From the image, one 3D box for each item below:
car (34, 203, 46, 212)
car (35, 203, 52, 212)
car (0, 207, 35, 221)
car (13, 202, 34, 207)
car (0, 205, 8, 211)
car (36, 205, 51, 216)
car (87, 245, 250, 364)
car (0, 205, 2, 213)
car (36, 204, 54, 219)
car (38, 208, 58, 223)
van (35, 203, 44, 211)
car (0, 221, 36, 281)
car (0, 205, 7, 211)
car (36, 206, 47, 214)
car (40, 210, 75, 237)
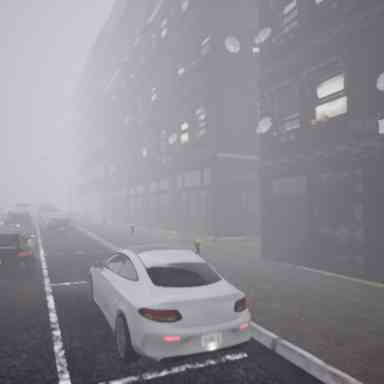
[{"bbox_3d":[-32.726,3.286,71.706,2.192,1.841,5.009,3,-3,-26],"label":"car"},{"bbox_3d":[-18.352,2.434,41.803,2.192,1.841,5.009,3,-3,-26],"label":"car"},{"bbox_3d":[-13.175,2.150,25.353,1.837,1.490,4.892,2,-2,-26],"label":"car"},{"bbox_3d":[-21.236,2.311,41.918,2.150,2.045,5.566,2,-2,-26],"label":"car"},{"bbox_3d":[-44.621,3.661,78.317,1.802,1.307,4.206,3,-3,-26],"label":"car"},{"bbox_3d":[-23.148,2.836,51.766,1.967,1.590,4.097,3,-3,-26],"label":"car"},{"bbox_3d":[-0.744,1.719,6.231,1.812,1.442,4.674,2,-2,-26],"label":"car"},{"bbox_3d":[-37.433,3.177,63.369,1.887,1.381,4.507,3,-3,-26],"label":"car"},{"bbox_3d":[-13.529,2.292,31.849,1.967,1.590,4.097,3,-3,-26],"label":"car"},{"bbox_3d":[-11.143,2.263,26.857,1.887,1.381,4.507,3,-3,-26],"label":"car"},{"bbox_3d":[-35.123,3.461,76.689,1.690,1.788,3.998,3,-3,-26],"label":"van"},{"bbox_3d":[-5.960,1.821,10.335,1.994,1.385,4.181,2,-2,-26],"label":"car"},{"bbox_3d":[-21.739,2.260,36.566,2.097,1.767,4.553,2,-2,-25],"label":"car"},{"bbox_3d":[-27.943,3.261,61.727,1.802,1.307,4.206,3,-3,-26],"label":"car"},{"bbox_3d":[-8.749,2.132,21.874,1.887,1.381,4.507,3,-3,-26],"label":"car"}]
